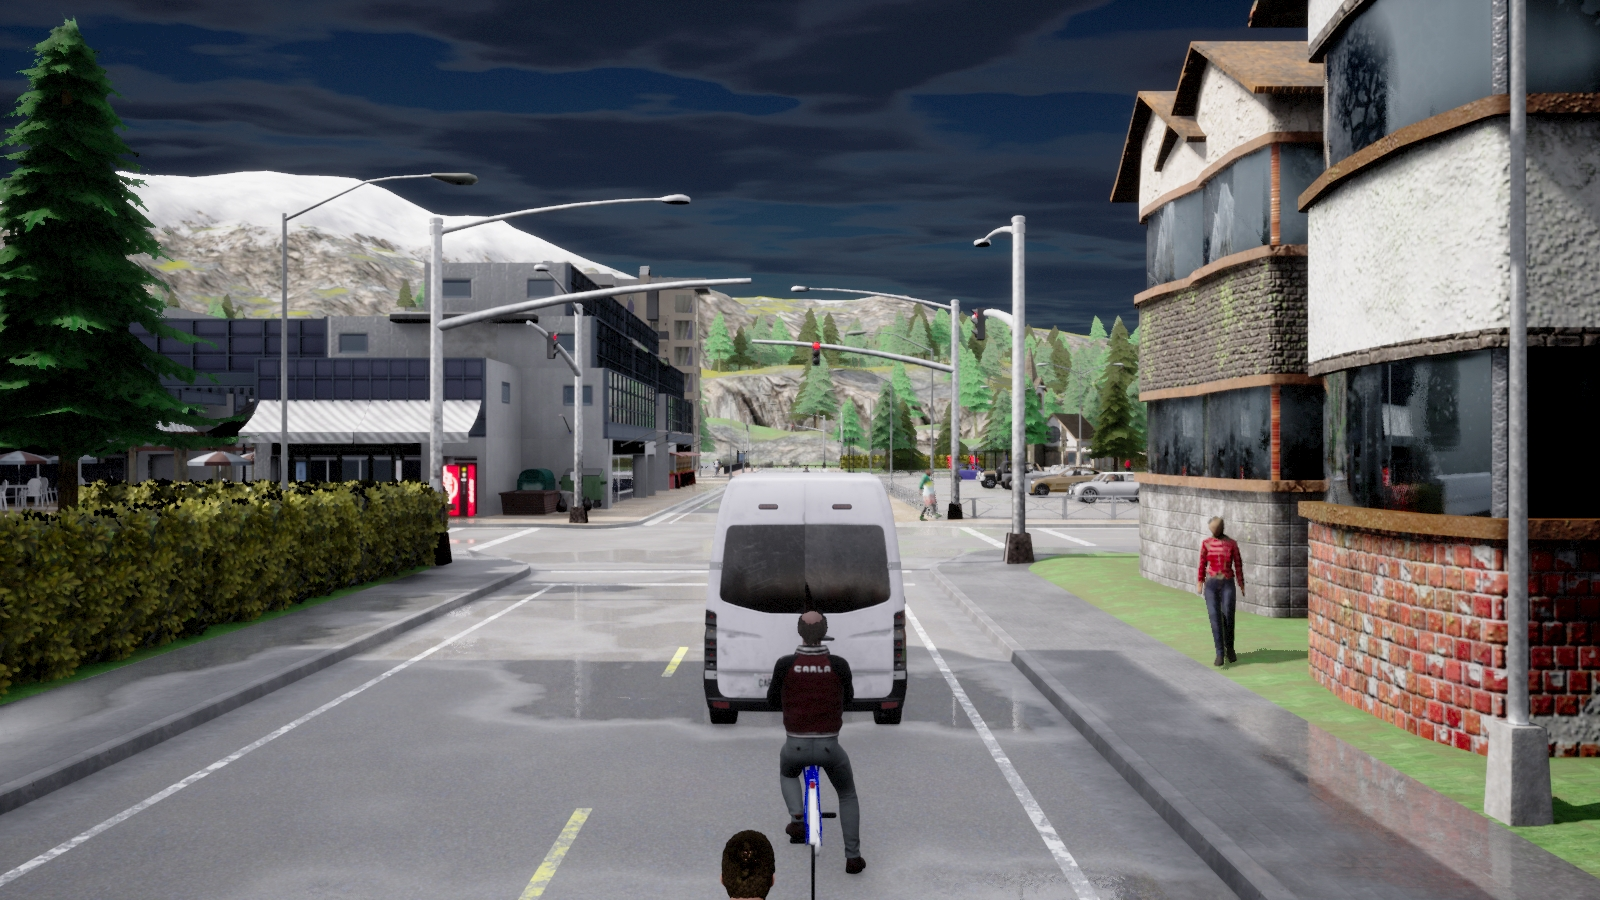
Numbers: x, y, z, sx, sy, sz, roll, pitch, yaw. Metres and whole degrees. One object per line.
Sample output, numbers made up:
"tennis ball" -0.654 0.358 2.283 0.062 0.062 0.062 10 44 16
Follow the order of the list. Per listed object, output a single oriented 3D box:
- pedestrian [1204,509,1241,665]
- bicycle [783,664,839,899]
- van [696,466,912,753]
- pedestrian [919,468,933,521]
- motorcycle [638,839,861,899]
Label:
"pedestrian" 5.195 1.665 14.057 0.375 1.860 0.375 0 0 29
"bicycle" 0.065 2.190 7.648 0.329 1.171 1.835 0 0 0
"van" 0.063 1.515 13.504 1.988 2.561 5.915 0 0 1
"pedestrian" 4.459 1.556 40.500 0.375 1.860 0.375 0 0 29
"motorcycle" -0.197 2.193 3.730 0.803 1.145 2.033 0 0 2
